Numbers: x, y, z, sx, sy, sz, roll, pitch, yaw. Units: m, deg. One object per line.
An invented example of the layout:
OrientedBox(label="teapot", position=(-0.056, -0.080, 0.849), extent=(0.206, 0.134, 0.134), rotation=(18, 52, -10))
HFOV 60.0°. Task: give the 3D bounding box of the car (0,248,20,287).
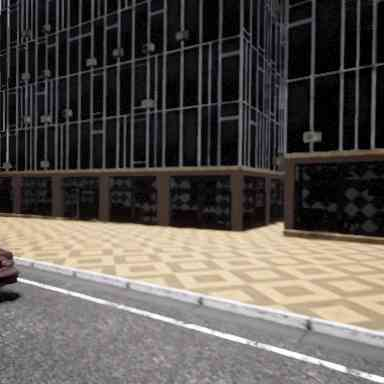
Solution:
OrientedBox(label="car", position=(-6.278, 1.536, 7.825), extent=(5.357, 1.411, 2.033), rotation=(0, 0, 33))
